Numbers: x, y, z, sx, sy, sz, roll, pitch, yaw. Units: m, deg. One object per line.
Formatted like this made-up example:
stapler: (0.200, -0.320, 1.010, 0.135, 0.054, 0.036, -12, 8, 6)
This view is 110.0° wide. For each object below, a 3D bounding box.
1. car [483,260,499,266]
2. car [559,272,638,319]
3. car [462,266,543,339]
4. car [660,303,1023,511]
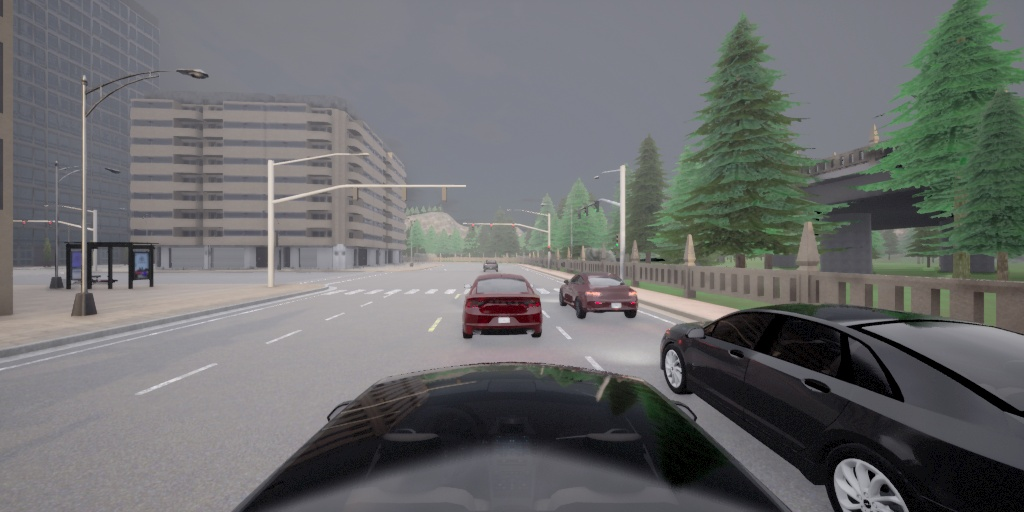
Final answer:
car: (-2.720, 1.242, 45.921, 2.128, 1.511, 4.902, 0, 0, -4)
car: (2.920, 1.276, 12.753, 1.812, 1.442, 4.674, 0, 0, -3)
car: (-0.342, 1.228, 10.178, 1.882, 1.535, 5.008, 0, 0, -4)
car: (3.257, 1.255, 3.763, 1.837, 1.490, 4.892, 0, 0, 0)
